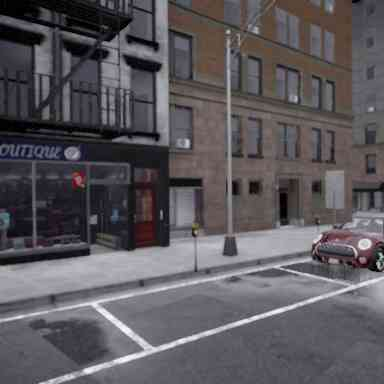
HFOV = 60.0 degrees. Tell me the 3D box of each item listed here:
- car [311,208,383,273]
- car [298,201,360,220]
[{"bbox_3d":[5.619,1.426,10.556,4.097,1.590,1.967,0,-1,-36],"label":"car"},{"bbox_3d":[12.522,1.623,30.658,1.882,1.535,5.008,-1,0,-37],"label":"car"}]
